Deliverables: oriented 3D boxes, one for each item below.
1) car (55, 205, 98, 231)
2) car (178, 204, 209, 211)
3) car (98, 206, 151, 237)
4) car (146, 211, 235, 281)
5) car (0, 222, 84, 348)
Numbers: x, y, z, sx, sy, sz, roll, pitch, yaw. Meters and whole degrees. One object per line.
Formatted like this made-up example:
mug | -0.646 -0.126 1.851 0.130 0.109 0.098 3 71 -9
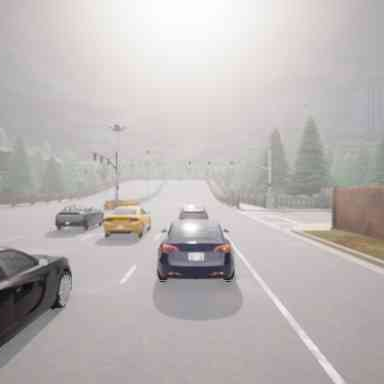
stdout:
car | -6.904 1.536 20.911 2.128 1.511 4.902 0 0 0
car | 0.097 1.541 22.543 2.128 1.511 4.902 0 0 0
car | -3.401 1.516 18.288 1.882 1.535 5.008 0 0 0
car | 0.099 1.525 9.941 2.163 1.488 4.792 0 0 0
car | -3.396 1.488 4.851 1.882 1.535 5.008 0 0 0
